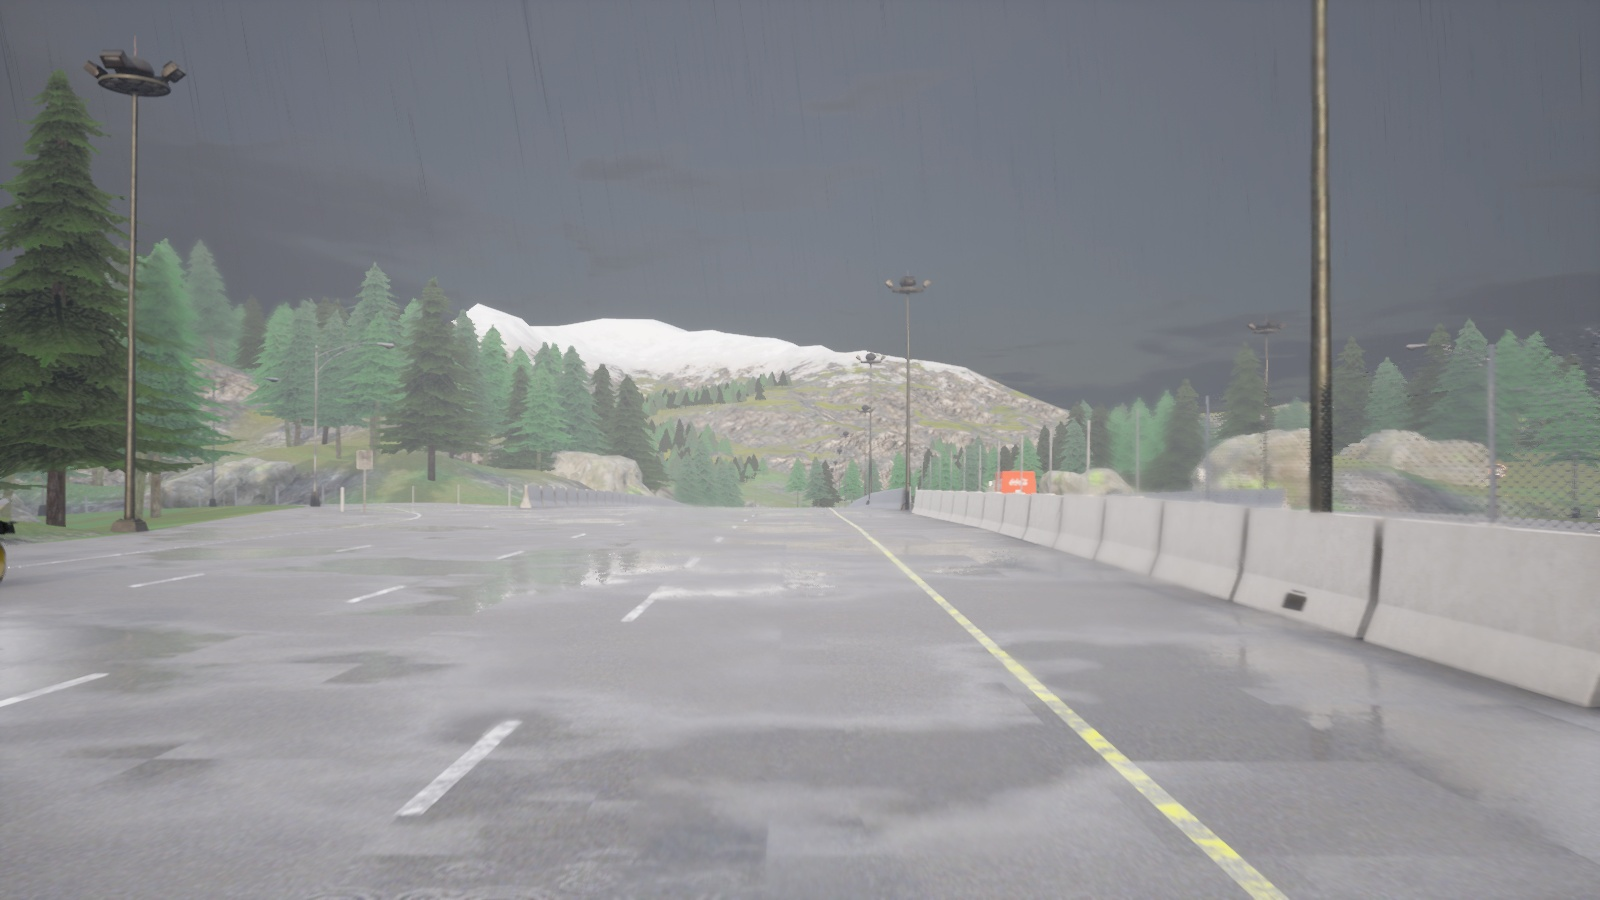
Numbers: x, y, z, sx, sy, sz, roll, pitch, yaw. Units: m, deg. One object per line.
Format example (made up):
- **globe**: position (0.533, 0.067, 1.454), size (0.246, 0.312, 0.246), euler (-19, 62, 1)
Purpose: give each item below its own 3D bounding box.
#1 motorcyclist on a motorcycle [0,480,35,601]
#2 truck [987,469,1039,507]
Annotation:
- **motorcyclist on a motorcycle**: position (-10.537, 1.143, 15.491), size (0.866, 1.530, 2.191), euler (0, -1, 0)
- **truck**: position (14.178, 2.557, 83.782), size (2.627, 2.467, 5.204), euler (0, -2, 1)
